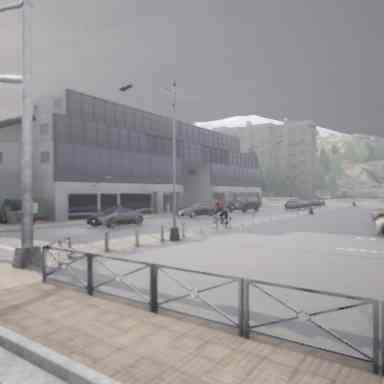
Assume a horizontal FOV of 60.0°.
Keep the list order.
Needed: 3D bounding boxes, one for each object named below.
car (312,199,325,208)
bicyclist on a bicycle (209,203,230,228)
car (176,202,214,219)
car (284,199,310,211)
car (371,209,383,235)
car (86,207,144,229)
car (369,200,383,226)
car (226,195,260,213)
[{"bbox_3d":[19.888,1.816,53.351,1.895,1.301,4.718,0,0,35],"label":"car"},{"bbox_3d":[1.779,1.506,21.287,1.656,1.620,0.582,-1,0,35],"label":"bicyclist on a bicycle"},{"bbox_3d":[0.282,1.716,32.105,2.128,1.511,4.902,0,0,35],"label":"car"},{"bbox_3d":[14.115,1.707,45.213,2.128,1.511,4.902,0,0,35],"label":"car"},{"bbox_3d":[10.618,1.425,15.416,3.806,1.475,1.970,0,0,35],"label":"car"},{"bbox_3d":[-5.468,1.788,24.002,1.994,1.385,4.181,0,0,35],"label":"car"},{"bbox_3d":[14.066,1.347,20.838,5.027,1.636,2.152,0,0,35],"label":"car"},{"bbox_3d":[6.304,1.446,40.562,2.150,2.045,5.566,0,0,36],"label":"car"}]
